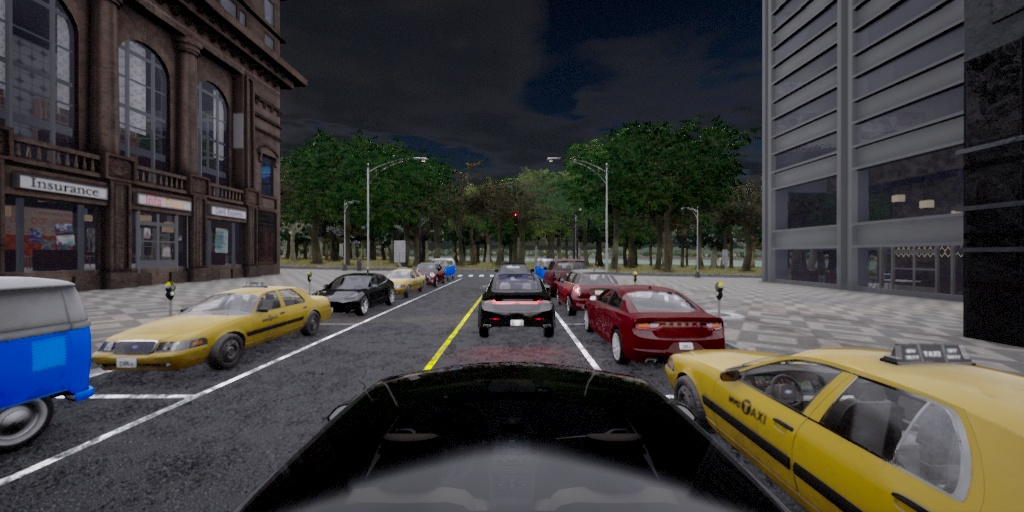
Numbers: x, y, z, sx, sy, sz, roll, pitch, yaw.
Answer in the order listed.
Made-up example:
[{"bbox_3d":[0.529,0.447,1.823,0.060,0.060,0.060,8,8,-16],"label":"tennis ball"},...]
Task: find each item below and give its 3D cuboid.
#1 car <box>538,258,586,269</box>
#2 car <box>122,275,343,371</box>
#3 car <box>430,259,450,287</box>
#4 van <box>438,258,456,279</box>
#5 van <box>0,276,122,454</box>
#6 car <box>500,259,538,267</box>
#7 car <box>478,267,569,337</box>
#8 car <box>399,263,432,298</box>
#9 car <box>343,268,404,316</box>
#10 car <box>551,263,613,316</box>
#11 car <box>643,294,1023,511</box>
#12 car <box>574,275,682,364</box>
[{"bbox_3d":[2.788,1.061,18.796,2.192,1.841,5.009,0,0,0],"label":"car"},{"bbox_3d":[-5.754,1.274,7.764,1.751,1.417,4.829,0,0,0],"label":"car"},{"bbox_3d":[-5.728,1.185,24.246,1.967,1.591,4.097,0,0,0],"label":"car"},{"bbox_3d":[-5.720,1.086,29.684,1.690,1.789,3.998,0,0,0],"label":"van"},{"bbox_3d":[-5.762,1.090,2.496,1.690,1.789,3.998,0,0,0],"label":"van"},{"bbox_3d":[0.128,1.098,19.200,2.097,1.767,4.553,0,0,1],"label":"car"},{"bbox_3d":[0.113,1.239,10.235,2.128,1.511,4.902,0,0,0],"label":"car"},{"bbox_3d":[-5.737,1.272,18.639,1.751,1.417,4.829,0,0,0],"label":"car"},{"bbox_3d":[-5.745,1.313,13.371,1.948,1.339,4.313,0,0,0],"label":"car"},{"bbox_3d":[2.780,1.187,13.358,1.967,1.591,4.097,0,0,0],"label":"car"},{"bbox_3d":[2.763,1.275,2.653,1.751,1.417,4.829,0,0,0],"label":"car"},{"bbox_3d":[2.771,1.293,7.921,1.888,1.381,4.507,0,0,0],"label":"car"}]
